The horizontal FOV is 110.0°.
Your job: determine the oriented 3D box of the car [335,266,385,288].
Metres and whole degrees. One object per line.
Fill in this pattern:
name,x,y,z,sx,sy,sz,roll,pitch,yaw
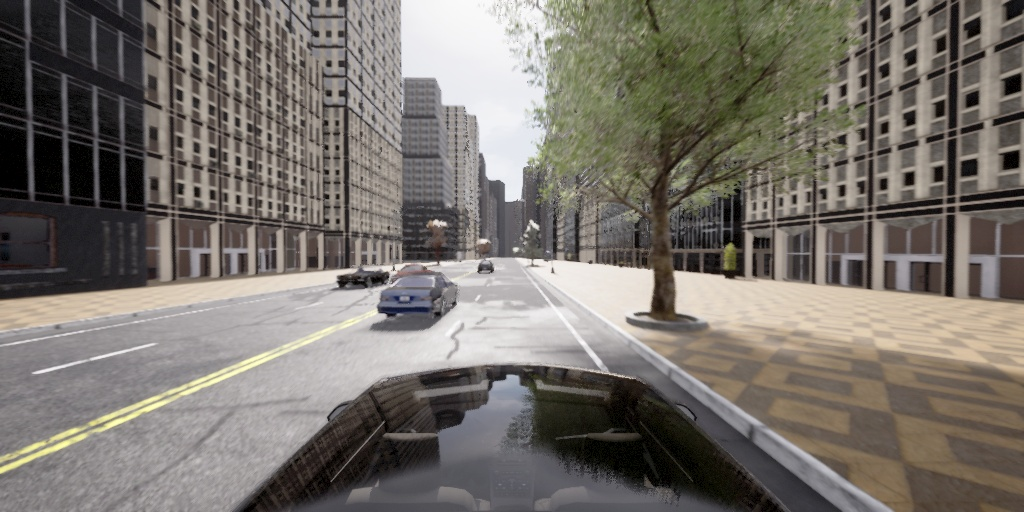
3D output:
car,-9.749,1.360,23.779,1.895,1.301,4.718,0,0,0

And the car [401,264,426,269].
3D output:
car,-6.499,1.288,23.770,1.812,1.442,4.674,0,0,0

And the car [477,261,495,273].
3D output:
car,-3.149,1.276,43.949,1.812,1.442,4.674,0,0,0

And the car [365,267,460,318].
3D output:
car,-3.151,1.298,13.025,2.033,1.411,5.357,0,0,0
